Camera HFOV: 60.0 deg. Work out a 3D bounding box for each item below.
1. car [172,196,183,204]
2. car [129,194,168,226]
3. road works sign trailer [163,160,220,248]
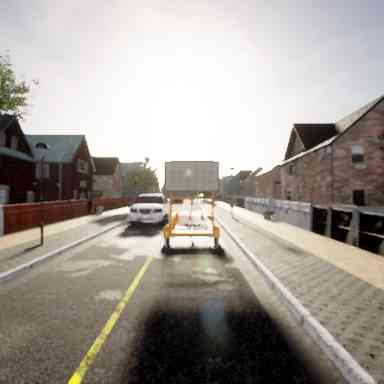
[{"bbox_3d":[-2.770,1.514,64.128,1.994,1.385,4.181,0,0,1],"label":"car"},{"bbox_3d":[-2.850,1.134,22.917,2.150,2.045,5.566,0,0,0],"label":"car"},{"bbox_3d":[-0.003,0.399,14.459,2.380,3.560,2.880,0,0,1],"label":"road works sign trailer"}]
